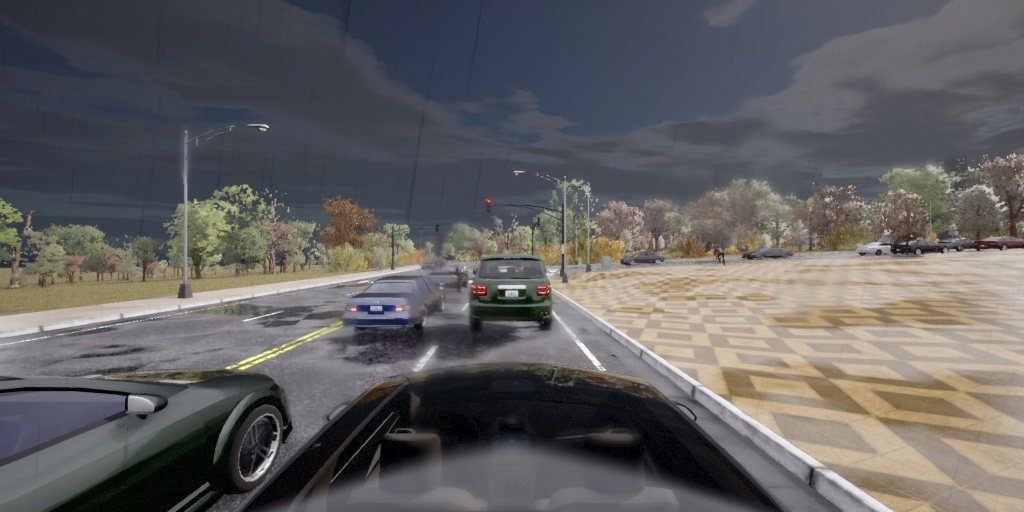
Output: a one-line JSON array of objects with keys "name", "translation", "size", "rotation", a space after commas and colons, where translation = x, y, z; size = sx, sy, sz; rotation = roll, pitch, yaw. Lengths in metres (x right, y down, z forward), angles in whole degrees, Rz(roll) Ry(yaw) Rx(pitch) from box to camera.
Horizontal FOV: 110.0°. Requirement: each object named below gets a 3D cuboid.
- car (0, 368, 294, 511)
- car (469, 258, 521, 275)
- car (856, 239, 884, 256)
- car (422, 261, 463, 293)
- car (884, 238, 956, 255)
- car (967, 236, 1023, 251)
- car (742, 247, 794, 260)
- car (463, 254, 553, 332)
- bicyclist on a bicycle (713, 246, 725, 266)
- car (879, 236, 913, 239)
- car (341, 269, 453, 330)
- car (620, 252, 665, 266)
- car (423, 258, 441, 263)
[{"name": "car", "translation": [-3.173, 1.314, 1.870], "size": [1.994, 1.385, 4.181], "rotation": [0, 0, 0]}, {"name": "car", "translation": [-1.766, 1.067, 37.699], "size": [4.902, 1.511, 2.128], "rotation": [-2, 0, -32]}, {"name": "car", "translation": [40.587, -0.804, 39.486], "size": [4.674, 1.442, 1.812], "rotation": [-3, 0, -6]}, {"name": "car", "translation": [-3.618, 1.257, 20.839], "size": [2.128, 1.511, 4.902], "rotation": [0, 0, 0]}, {"name": "car", "translation": [41.249, -0.877, 36.286], "size": [5.008, 1.535, 1.882], "rotation": [-3, 0, -5]}, {"name": "car", "translation": [51.168, -1.314, 37.416], "size": [5.008, 1.535, 1.882], "rotation": [-3, 0, -7]}, {"name": "car", "translation": [29.889, -0.304, 41.934], "size": [5.357, 1.411, 2.033], "rotation": [-3, 0, -4]}, {"name": "car", "translation": [-0.060, 0.977, 11.089], "size": [2.150, 2.045, 5.566], "rotation": [0, 0, -1]}, {"name": "bicyclist on a bicycle", "translation": [17.409, 0.005, 30.187], "size": [0.582, 1.620, 1.656], "rotation": [-2, 0, -3]}, {"name": "car", "translation": [45.775, -1.337, 43.332], "size": [5.566, 2.045, 2.150], "rotation": [-3, 0, -6]}, {"name": "car", "translation": [-3.308, 1.303, 11.092], "size": [2.033, 1.411, 5.357], "rotation": [0, 0, -1]}, {"name": "car", "translation": [14.861, 0.336, 40.980], "size": [4.892, 1.490, 1.837], "rotation": [-3, 0, -3]}, {"name": "car", "translation": [-12.527, 1.407, 54.823], "size": [1.994, 1.385, 4.181], "rotation": [0, 0, -5]}]
